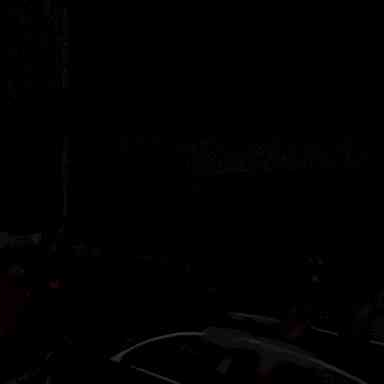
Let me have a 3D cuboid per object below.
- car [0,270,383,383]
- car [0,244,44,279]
[{"bbox_3d":[0.508,1.548,2.717,4.403,1.369,2.008,0,0,35],"label":"car"},{"bbox_3d":[-3.991,1.578,5.926,4.206,1.307,1.802,0,0,36],"label":"car"}]
